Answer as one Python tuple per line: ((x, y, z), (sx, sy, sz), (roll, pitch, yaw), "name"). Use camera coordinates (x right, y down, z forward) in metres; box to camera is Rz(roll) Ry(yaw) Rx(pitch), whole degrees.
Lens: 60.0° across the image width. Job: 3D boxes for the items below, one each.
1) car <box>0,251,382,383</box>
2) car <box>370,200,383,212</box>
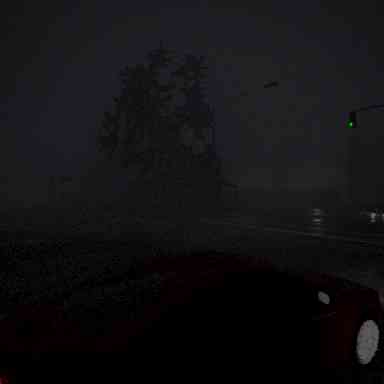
((0.361, 1.478, 3.998), (5.008, 1.535, 1.882), (0, 0, -35), "car")
((21.588, 1.508, 36.348), (5.357, 1.411, 2.033), (0, 0, -35), "car")
